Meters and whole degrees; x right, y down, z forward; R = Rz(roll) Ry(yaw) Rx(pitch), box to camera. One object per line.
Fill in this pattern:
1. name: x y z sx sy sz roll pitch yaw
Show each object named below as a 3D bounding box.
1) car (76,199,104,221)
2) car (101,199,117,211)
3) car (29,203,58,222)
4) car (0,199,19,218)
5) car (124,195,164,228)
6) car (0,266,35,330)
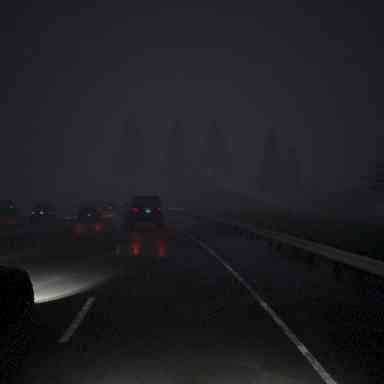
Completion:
1. car: -8.527 1.571 27.371 1.812 1.442 4.674 0 0 -18
2. car: -10.553 1.567 40.698 1.837 1.490 4.892 0 0 -27
3. car: -12.077 1.604 27.192 2.033 1.411 5.357 0 0 -20
4. car: -17.554 1.429 31.179 2.097 1.767 4.553 0 0 -23
5. car: -3.331 1.246 22.583 2.150 2.045 5.566 0 0 -15
6. car: -3.850 1.579 4.504 1.994 1.385 4.181 0 0 -3
